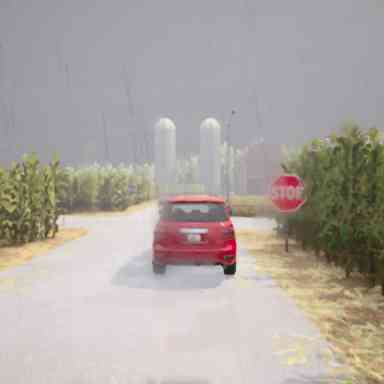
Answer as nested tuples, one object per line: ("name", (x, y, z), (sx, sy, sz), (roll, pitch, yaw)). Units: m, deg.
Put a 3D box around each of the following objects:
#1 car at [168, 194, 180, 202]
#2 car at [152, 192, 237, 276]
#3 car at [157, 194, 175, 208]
("car", (-3.123, 1.084, 59.691), (1.895, 1.301, 4.718), (0, 1, 1))
("car", (0.099, 1.139, 10.330), (2.150, 2.045, 5.566), (0, 0, 1))
("car", (-3.185, 1.094, 41.856), (1.882, 1.535, 5.008), (0, 0, 0))
